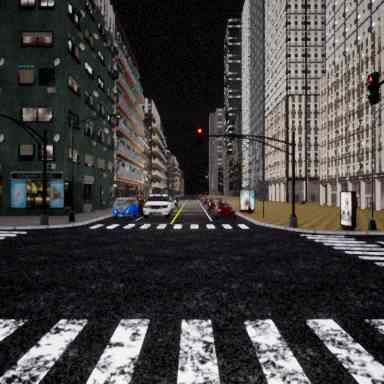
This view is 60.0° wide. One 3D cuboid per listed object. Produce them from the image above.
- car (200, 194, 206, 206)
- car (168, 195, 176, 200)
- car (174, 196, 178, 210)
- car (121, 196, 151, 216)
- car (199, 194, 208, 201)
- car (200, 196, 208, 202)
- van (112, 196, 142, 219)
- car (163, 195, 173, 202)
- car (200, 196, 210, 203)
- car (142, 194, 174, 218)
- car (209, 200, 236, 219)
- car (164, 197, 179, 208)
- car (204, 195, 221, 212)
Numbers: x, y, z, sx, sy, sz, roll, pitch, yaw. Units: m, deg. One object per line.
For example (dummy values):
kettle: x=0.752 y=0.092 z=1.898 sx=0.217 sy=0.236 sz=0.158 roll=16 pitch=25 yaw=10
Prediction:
car: x=2.765 y=1.467 z=56.097 sx=1.967 sy=1.590 sz=4.097 roll=0 pitch=0 yaw=0
car: x=-5.570 y=1.639 z=94.801 sx=1.947 sy=1.339 sz=4.313 roll=0 pitch=0 yaw=0
car: x=-3.046 y=1.541 z=40.149 sx=1.812 sy=1.442 sz=4.674 roll=0 pitch=0 yaw=0
car: x=-5.641 y=1.327 z=33.997 sx=2.192 sy=1.841 sz=5.009 roll=0 pitch=0 yaw=0
car: x=2.799 y=1.373 z=83.735 sx=2.192 sy=1.841 sz=5.009 roll=0 pitch=0 yaw=0
car: x=2.791 y=1.633 z=78.207 sx=1.802 sy=1.307 sz=4.206 roll=0 pitch=0 yaw=0
van: x=-5.648 y=1.351 z=28.469 sx=1.690 sy=1.788 sz=3.998 roll=0 pitch=0 yaw=0
car: x=-5.589 y=1.491 z=78.218 sx=1.967 sy=1.590 sz=4.097 roll=0 pitch=0 yaw=0
car: x=2.784 y=1.590 z=72.679 sx=1.887 sy=1.381 sz=4.507 roll=0 pitch=0 yaw=0
car: x=-3.068 y=1.232 z=30.308 sx=2.150 sy=2.045 sz=5.566 roll=0 pitch=0 yaw=-1
car: x=2.731 y=1.591 z=28.458 sx=1.802 sy=1.307 sz=4.206 roll=0 pitch=0 yaw=0
car: x=-3.029 y=1.570 z=50.490 sx=2.033 sy=1.411 sz=5.357 roll=0 pitch=0 yaw=0
car: x=2.745 y=1.455 z=39.514 sx=1.967 sy=1.590 sz=4.097 roll=0 pitch=0 yaw=0
